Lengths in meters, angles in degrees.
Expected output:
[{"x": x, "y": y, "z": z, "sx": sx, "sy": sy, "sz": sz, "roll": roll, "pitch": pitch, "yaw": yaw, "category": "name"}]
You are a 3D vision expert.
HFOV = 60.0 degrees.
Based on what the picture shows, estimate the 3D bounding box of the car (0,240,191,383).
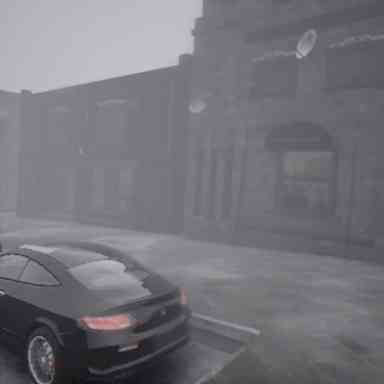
[{"x": -2.155, "y": 1.483, "z": 5.136, "sx": 4.674, "sy": 1.452, "sz": 2.002, "roll": 1, "pitch": -1, "yaw": 36, "category": "car"}]
